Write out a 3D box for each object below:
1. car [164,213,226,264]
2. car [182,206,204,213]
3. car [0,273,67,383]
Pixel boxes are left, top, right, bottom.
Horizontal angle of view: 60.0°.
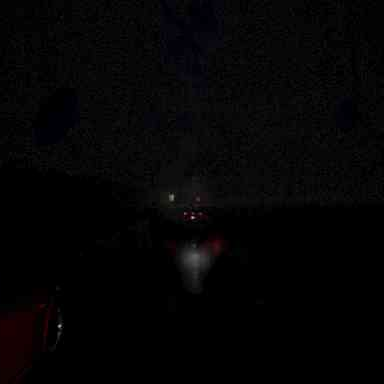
[{"bbox_3d":[0.090,1.673,12.127,1.895,1.301,4.718,0,0,0],"label":"car"},{"bbox_3d":[0.068,1.862,29.740,1.895,1.301,4.718,0,-1,0],"label":"car"},{"bbox_3d":[-2.852,1.582,3.270,1.994,1.385,4.181,0,0,0],"label":"car"}]
